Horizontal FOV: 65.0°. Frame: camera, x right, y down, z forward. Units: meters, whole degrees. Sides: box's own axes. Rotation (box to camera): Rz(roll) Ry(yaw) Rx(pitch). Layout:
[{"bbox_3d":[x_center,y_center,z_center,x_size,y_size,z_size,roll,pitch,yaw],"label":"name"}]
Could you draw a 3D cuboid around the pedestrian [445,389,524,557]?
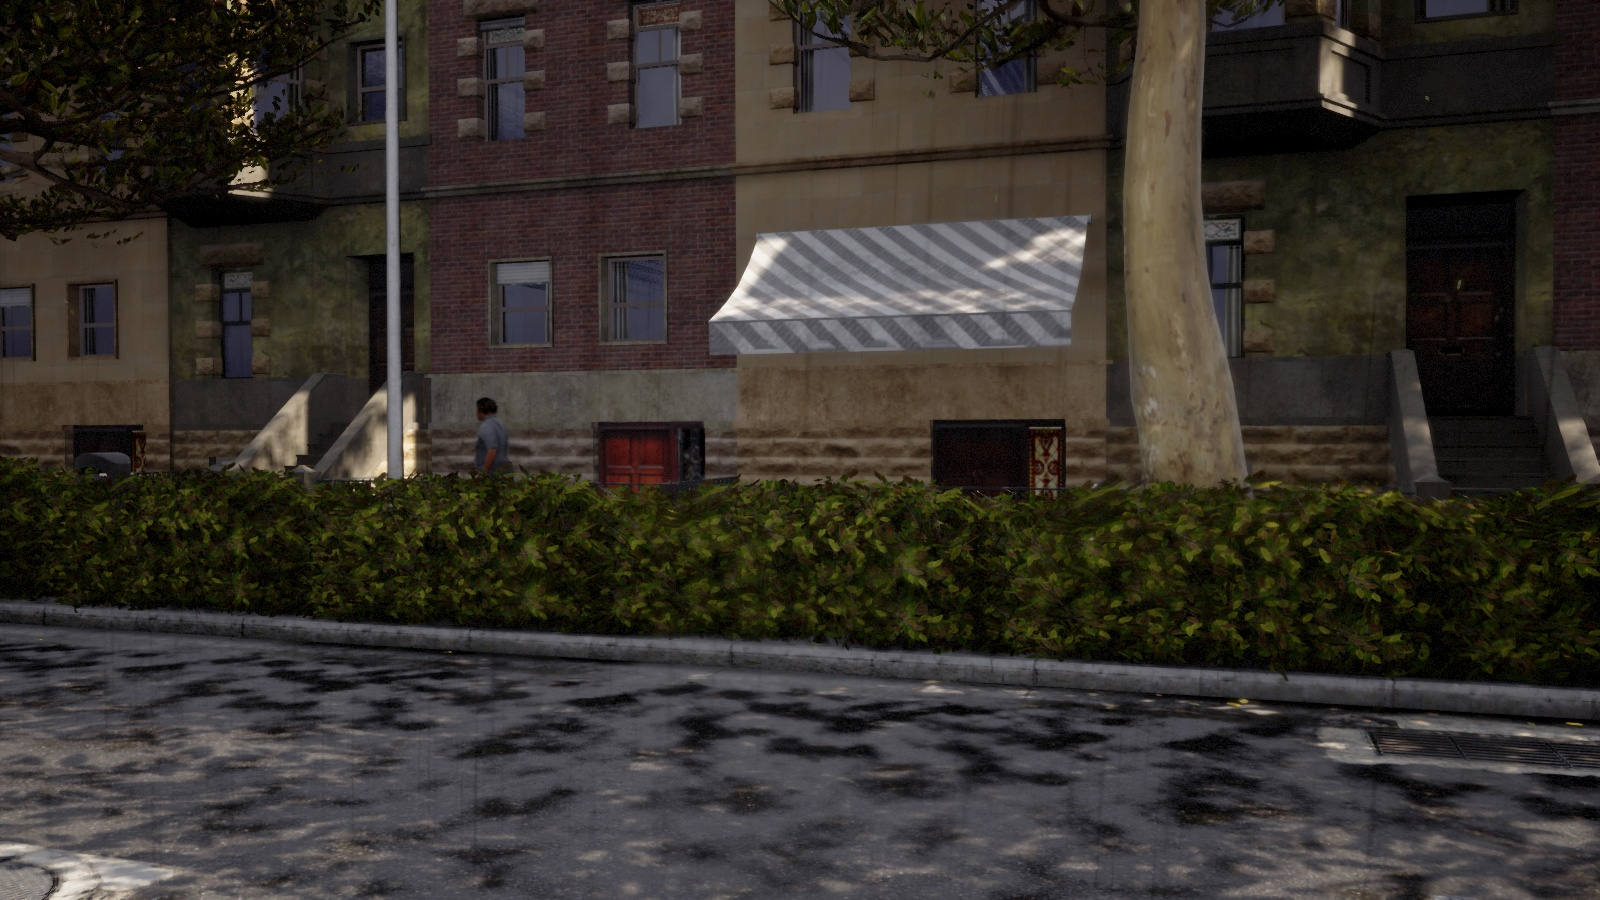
[{"bbox_3d":[-3.543,0.244,14.125,0.694,1.848,0.540,0,1,13],"label":"pedestrian"}]
